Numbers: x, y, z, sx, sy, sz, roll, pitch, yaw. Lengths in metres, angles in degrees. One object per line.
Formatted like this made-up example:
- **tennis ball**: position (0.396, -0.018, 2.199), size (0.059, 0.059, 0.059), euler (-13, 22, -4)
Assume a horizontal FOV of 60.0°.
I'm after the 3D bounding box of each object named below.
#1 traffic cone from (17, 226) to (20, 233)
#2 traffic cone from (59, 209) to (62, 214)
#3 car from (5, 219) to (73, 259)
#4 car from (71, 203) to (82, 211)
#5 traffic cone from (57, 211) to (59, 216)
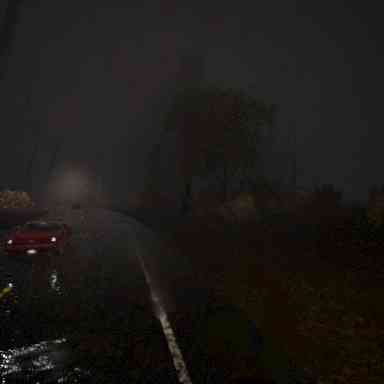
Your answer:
- **traffic cone**: position (-10.936, 2.415, 21.015), size (0.340, 0.580, 0.340), euler (-1, -1, -15)
- **traffic cone**: position (-18.068, 2.889, 44.747), size (0.340, 0.580, 0.340), euler (-1, -1, -19)
- **car**: position (-6.290, 1.875, 14.134), size (1.895, 1.301, 4.718), euler (-1, -1, -14)
- **car**: position (-22.738, 2.871, 65.381), size (1.812, 1.442, 4.674), euler (-1, -1, -23)
- **traffic cone**: position (-16.513, 2.788, 40.040), size (0.340, 0.580, 0.340), euler (-1, -1, -18)
